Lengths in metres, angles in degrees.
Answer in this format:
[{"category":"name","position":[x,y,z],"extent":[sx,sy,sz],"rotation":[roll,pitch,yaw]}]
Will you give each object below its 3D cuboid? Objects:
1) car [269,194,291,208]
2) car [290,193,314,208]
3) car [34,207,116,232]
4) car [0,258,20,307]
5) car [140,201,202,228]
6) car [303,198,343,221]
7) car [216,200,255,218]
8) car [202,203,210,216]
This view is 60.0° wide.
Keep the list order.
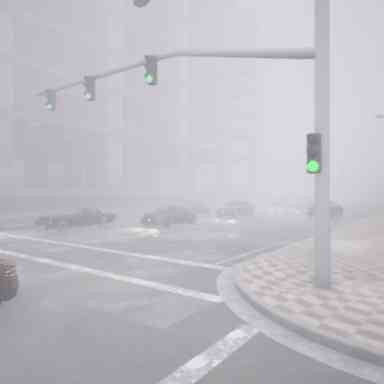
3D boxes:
[{"category":"car","position":[12.765,1.477,47.708],"extent":[1.882,1.535,5.008],"rotation":[0,0,37]},{"category":"car","position":[15.674,1.348,45.758],"extent":[2.097,1.767,4.553],"rotation":[0,0,37]},{"category":"car","position":[-7.117,1.614,20.632],"extent":[1.895,1.301,4.718],"rotation":[0,0,37]},{"category":"car","position":[-5.330,1.488,5.052],"extent":[1.882,1.535,5.008],"rotation":[0,0,36]},{"category":"car","position":[-1.508,1.572,22.333],"extent":[1.994,1.385,4.181],"rotation":[0,0,36]},{"category":"car","position":[11.148,1.476,27.628],"extent":[1.882,1.535,5.008],"rotation":[0,0,36]},{"category":"car","position":[3.960,1.507,29.821],"extent":[1.837,1.490,4.892],"rotation":[0,1,36]},{"category":"car","position":[-0.148,1.534,30.131],"extent":[1.812,1.442,4.674],"rotation":[0,0,36]}]
